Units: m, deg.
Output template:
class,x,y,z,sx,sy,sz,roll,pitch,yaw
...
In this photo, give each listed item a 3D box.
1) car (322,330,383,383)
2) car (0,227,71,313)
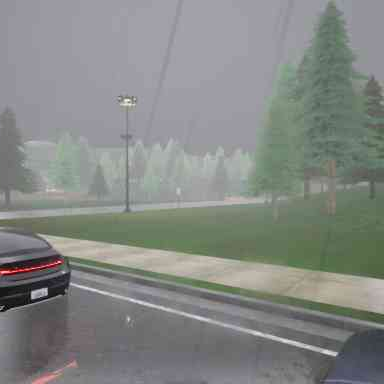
class,x,y,z,sx,sy,sz,roll,pitch,yaw
car,3.415,1.547,1.554,5.357,1.411,2.033,0,0,36
car,-4.605,1.505,7.153,4.892,1.490,1.837,0,0,35
